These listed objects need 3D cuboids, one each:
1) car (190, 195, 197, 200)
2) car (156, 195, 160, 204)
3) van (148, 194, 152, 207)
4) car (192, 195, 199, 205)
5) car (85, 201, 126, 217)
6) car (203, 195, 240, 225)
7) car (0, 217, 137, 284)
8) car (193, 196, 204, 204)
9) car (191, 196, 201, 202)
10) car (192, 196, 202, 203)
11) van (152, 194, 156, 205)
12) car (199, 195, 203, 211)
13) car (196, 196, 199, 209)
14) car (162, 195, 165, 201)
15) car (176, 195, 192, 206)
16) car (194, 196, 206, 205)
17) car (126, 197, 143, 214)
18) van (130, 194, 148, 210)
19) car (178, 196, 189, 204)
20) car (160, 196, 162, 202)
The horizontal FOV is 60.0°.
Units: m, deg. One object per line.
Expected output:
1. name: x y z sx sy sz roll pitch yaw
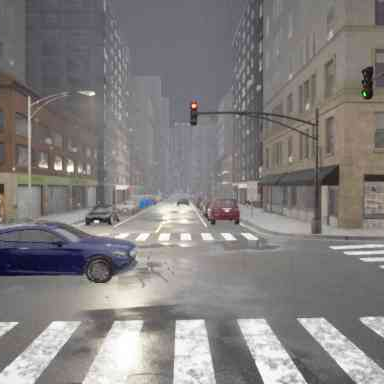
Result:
1. car: 0.400 1.518 91.139 2.008 1.369 4.403 -1 0 -2
2. car: -7.223 1.308 57.403 2.192 1.841 5.009 -1 0 -2
3. van: -6.917 1.339 46.235 1.690 1.788 3.998 -1 0 -2
4. car: 1.611 1.313 46.468 2.192 1.841 5.009 -1 0 -2
5. car: -6.302 1.567 23.900 1.947 1.339 4.313 -1 0 -2
6. car: 2.217 1.316 24.133 2.192 1.841 5.009 -1 0 -2
7. car: -3.846 1.544 8.963 4.674 1.442 1.812 0 0 -2
8. car: 1.158 1.555 63.220 1.947 1.339 4.313 -1 0 -2
9. car: 0.855 1.533 74.387 2.008 1.369 4.403 -1 0 -2
10. car: 1.007 1.552 68.804 1.947 1.339 4.313 -1 0 -2
11. van: -7.070 1.337 51.819 1.690 1.788 3.998 -1 0 -2
12. car: 2.066 1.316 29.717 2.192 1.841 5.009 -1 0 -2
13. car: 1.760 1.525 41.054 1.752 1.417 4.829 -1 0 -2
14. car: -7.680 1.423 74.153 1.967 1.590 4.097 -1 0 -2
15. car: -1.434 1.500 53.479 1.837 1.490 4.892 0 0 -2
16. car: 1.305 1.518 57.806 1.752 1.417 4.829 -1 0 -2
17. car: -6.604 1.526 34.897 1.752 1.417 4.829 -1 0 -2
18. van: -6.764 1.341 40.651 1.690 1.788 3.998 -1 0 -2
19. car: -1.719 1.537 63.897 2.033 1.411 5.357 0 0 -2
20. car: -7.374 1.430 62.986 1.967 1.590 4.097 -1 0 -2
